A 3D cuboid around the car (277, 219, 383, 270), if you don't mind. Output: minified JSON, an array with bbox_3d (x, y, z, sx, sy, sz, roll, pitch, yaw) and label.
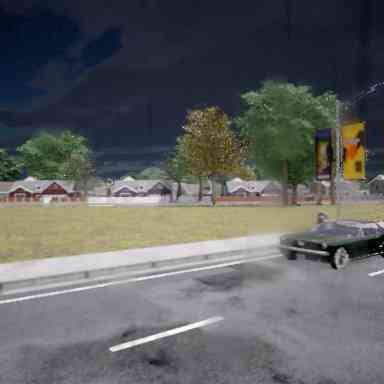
[{"bbox_3d":[5.041,1.600,11.158,4.718,1.301,1.895,0,0,-35],"label":"car"}]
